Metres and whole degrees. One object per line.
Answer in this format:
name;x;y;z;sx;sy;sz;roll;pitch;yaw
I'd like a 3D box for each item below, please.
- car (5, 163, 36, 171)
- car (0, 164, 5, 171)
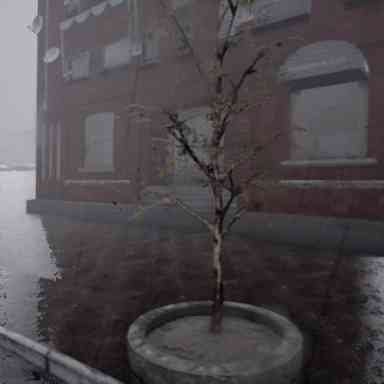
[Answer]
car;-23.497;-3.356;47.020;4.892;1.521;2.231;1;1;27
car;-28.332;-3.416;49.473;4.674;1.452;2.002;1;1;28
